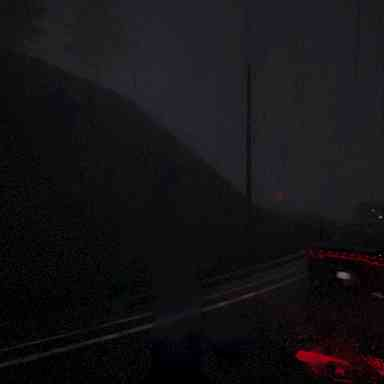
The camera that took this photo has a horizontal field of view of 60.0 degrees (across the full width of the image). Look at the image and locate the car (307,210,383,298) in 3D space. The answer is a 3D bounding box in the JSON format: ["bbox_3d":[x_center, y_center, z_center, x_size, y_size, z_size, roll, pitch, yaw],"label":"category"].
[{"bbox_3d":[4.668,1.448,8.235,1.882,1.535,5.008,0,1,44],"label":"car"}]

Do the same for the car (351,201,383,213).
[{"bbox_3d":[13.146,1.417,24.546,1.837,1.490,4.892,1,0,13],"label":"car"}]
